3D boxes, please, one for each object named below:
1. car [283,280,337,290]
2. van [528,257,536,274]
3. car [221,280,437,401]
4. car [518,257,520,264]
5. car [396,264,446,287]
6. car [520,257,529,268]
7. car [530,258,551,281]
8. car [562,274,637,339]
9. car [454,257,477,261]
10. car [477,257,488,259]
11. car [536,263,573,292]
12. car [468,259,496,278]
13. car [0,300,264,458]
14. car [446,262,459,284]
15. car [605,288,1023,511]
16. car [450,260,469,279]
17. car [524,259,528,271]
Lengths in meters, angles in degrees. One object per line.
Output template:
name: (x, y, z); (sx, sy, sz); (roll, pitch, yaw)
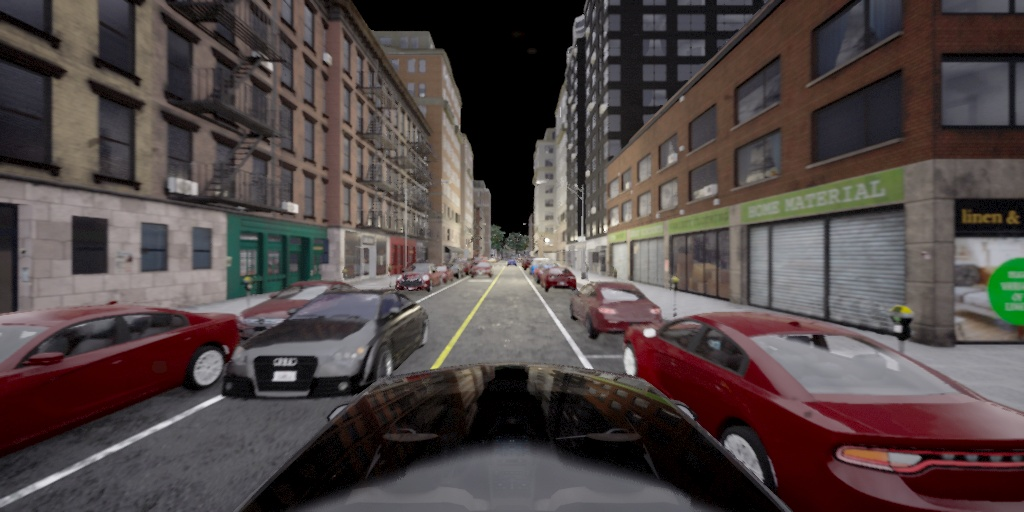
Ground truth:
car: (-5.389, 1.333, 9.779); (1.802, 1.307, 4.207); (0, 0, 0)
van: (2.645, 1.089, 32.486); (1.690, 1.789, 3.998); (0, 0, 0)
car: (-2.838, 1.315, 6.466); (1.994, 1.385, 4.181); (0, 0, 0)
car: (2.651, 1.056, 60.881); (2.192, 1.841, 5.009); (0, 0, 0)
car: (-5.388, 1.190, 21.136); (1.967, 1.591, 4.097); (0, 0, 0)
car: (2.648, 1.059, 49.523); (2.192, 1.841, 5.009); (0, 0, 0)
car: (2.644, 1.188, 26.808); (1.967, 1.591, 4.097); (0, 0, 0)
car: (2.640, 1.332, 9.771); (1.802, 1.307, 4.207); (0, 0, 0)
car: (-5.388, 1.063, 38.171); (2.192, 1.841, 5.009); (0, 0, 0)
car: (-5.387, 1.059, 55.206); (2.192, 1.841, 5.009); (0, 0, 0)
car: (2.643, 1.294, 21.129); (1.888, 1.381, 4.507); (0, 0, 0)
car: (-2.746, 1.276, 33.708); (1.812, 1.442, 4.674); (0, 0, 0)
car: (-5.389, 1.296, 4.100); (1.888, 1.381, 4.507); (0, 0, 0)
car: (-5.388, 1.332, 26.814); (1.802, 1.307, 4.207); (0, 0, 0)
car: (2.639, 1.295, 4.092); (1.888, 1.381, 4.507); (0, 0, 0)
car: (-5.388, 1.315, 32.492); (1.948, 1.339, 4.313); (0, 0, 0)
car: (2.646, 1.298, 38.166); (2.007, 1.370, 4.403); (0, 0, 0)
